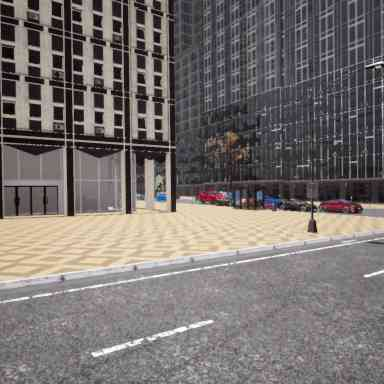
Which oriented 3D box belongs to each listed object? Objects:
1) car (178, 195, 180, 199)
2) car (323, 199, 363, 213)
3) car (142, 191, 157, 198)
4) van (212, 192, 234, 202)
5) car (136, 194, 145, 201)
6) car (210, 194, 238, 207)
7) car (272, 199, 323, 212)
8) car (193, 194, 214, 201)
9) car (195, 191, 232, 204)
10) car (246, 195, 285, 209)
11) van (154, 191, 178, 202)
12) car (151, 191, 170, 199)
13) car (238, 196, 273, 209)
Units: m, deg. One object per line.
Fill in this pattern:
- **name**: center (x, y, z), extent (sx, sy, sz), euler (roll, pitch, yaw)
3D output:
- **car**: center (-4.201, 0.936, 73.055), extent (1.802, 1.307, 4.206), euler (0, 1, -34)
- **car**: center (15.238, 1.408, 34.195), extent (1.994, 1.385, 4.181), euler (-1, 1, -34)
- **car**: center (-10.599, 0.687, 82.449), extent (1.967, 1.590, 4.097), euler (0, 1, -34)
- **van**: center (5.393, 0.856, 58.957), extent (1.690, 1.788, 3.998), euler (0, 1, -34)
- **car**: center (-11.129, 1.040, 68.340), extent (2.008, 1.369, 4.403), euler (0, 1, -34)
- **car**: center (4.818, 1.320, 44.820), extent (1.947, 1.339, 4.313), euler (0, 1, -34)
- **car**: center (11.152, 1.424, 35.380), extent (1.947, 1.339, 4.313), euler (0, 1, -34)
- **car**: center (2.195, 1.044, 63.658), extent (1.802, 1.307, 4.206), euler (0, 1, -34)
- **car**: center (3.363, 0.874, 51.652), extent (2.150, 2.045, 5.566), euler (-1, 1, -34)
- **car**: center (9.350, 1.227, 42.848), extent (1.882, 1.535, 5.008), euler (-1, 1, -34)
- **van**: center (-4.732, 0.938, 58.941), extent (1.690, 1.788, 3.998), euler (0, 1, -34)
- **car**: center (-7.400, 0.616, 77.750), extent (2.192, 1.841, 5.009), euler (0, 1, -34)
- **car**: center (7.968, 1.388, 40.090), extent (1.802, 1.307, 4.206), euler (0, 1, -34)
